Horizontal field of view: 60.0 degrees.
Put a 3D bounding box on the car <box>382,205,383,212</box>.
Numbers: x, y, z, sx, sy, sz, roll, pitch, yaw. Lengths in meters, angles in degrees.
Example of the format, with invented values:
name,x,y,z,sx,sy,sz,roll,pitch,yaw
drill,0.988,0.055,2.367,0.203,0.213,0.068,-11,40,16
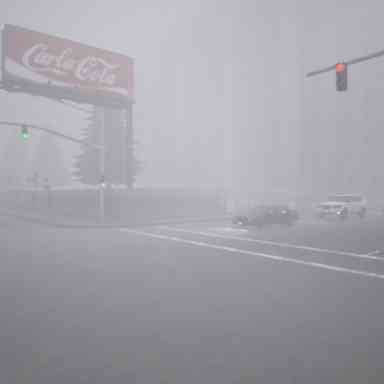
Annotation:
name,x,y,z,sx,sy,sz,roll,pitch,yaw
car,22.615,1.456,36.429,4.892,1.490,1.837,0,0,-39

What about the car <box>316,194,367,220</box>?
name,x,y,z,sx,sy,sz,roll,pitch,yaw
car,13.011,1.207,28.710,5.566,2.045,2.150,0,0,-39

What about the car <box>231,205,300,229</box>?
name,x,y,z,sx,sy,sz,roll,pitch,yaw
car,5.054,1.562,22.293,5.357,1.411,2.033,0,0,-39
